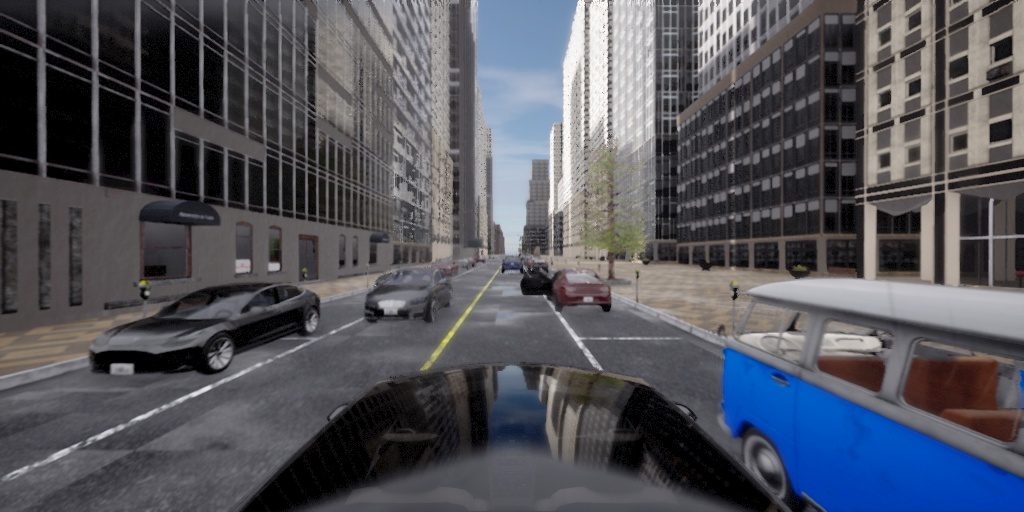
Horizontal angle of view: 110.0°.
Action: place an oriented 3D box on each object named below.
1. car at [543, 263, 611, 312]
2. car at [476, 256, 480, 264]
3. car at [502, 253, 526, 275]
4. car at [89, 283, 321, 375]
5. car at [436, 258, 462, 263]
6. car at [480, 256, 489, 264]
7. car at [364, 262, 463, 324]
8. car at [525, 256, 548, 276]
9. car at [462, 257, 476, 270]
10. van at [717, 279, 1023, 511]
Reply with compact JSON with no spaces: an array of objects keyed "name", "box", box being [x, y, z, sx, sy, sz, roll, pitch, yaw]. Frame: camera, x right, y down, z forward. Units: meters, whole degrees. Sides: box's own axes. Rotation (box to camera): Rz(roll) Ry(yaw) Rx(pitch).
[{"name":"car","box":[2.354,1.148,13.328,1.812,1.442,4.674,0,1,0]},{"name":"car","box":[-5.683,0.798,47.233,1.888,1.381,4.507,0,0,0]},{"name":"car","box":[0.052,0.724,36.185,2.097,1.767,4.553,0,1,0]},{"name":"car","box":[-5.689,1.253,7.412,1.948,1.339,4.313,0,0,0]},{"name":"car","box":[-5.685,0.878,30.167,1.967,1.591,4.097,0,0,0]},{"name":"car","box":[-5.680,0.614,64.299,1.888,1.381,4.507,0,0,0]},{"name":"car","box":[-3.097,1.132,11.630,2.128,1.511,4.902,0,1,0]},{"name":"car","box":[2.696,0.927,35.832,2.007,1.370,4.403,0,0,0]},{"name":"car","box":[-5.684,0.865,41.544,2.007,1.370,4.403,0,0,0]},{"name":"van","box":[2.691,1.091,1.701,1.690,1.789,3.998,0,0,0]}]
